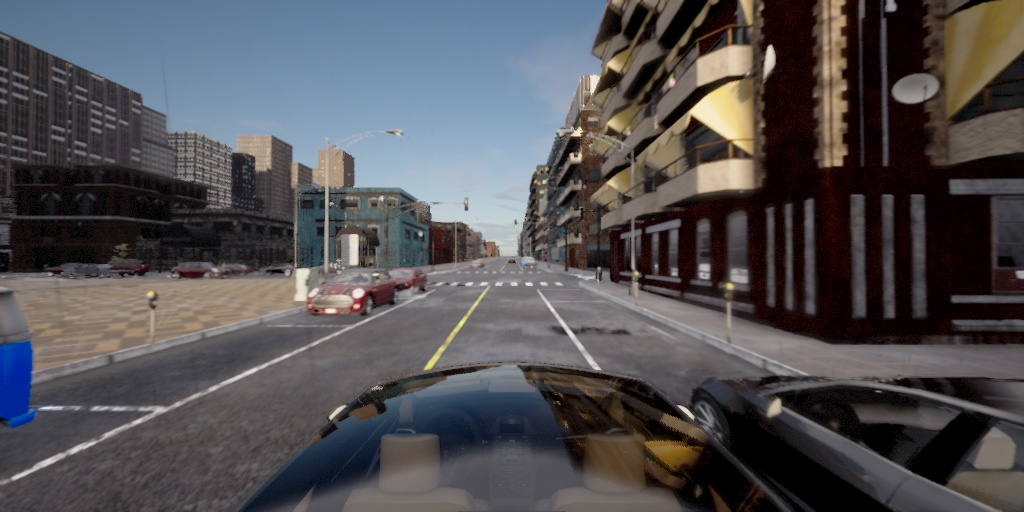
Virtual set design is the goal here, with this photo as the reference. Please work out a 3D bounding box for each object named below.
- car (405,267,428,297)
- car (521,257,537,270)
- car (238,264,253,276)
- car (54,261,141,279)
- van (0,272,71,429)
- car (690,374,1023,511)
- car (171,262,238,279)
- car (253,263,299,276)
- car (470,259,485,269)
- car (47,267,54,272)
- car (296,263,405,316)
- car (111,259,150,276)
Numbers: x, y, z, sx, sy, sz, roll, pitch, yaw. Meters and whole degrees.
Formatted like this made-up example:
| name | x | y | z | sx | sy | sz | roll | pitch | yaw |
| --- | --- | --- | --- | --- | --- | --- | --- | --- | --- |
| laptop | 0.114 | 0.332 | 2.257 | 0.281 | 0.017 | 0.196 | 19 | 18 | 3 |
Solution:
| name | x | y | z | sx | sy | sz | roll | pitch | yaw |
| --- | --- | --- | --- | --- | --- | --- | --- | --- | --- |
| car | -5.654 | 1.290 | 18.823 | 1.888 | 1.381 | 4.507 | 0 | 0 | 0 |
| car | 2.694 | 1.269 | 51.344 | 2.007 | 1.370 | 4.403 | 0 | 0 | 0 |
| car | -30.673 | 1.512 | 39.281 | 4.207 | 1.307 | 1.802 | 0 | 0 | 1 |
| car | -38.655 | 1.431 | 33.508 | 5.357 | 1.411 | 2.033 | 0 | -1 | 1 |
| van | -5.655 | 1.090 | 1.885 | 1.690 | 1.789 | 3.998 | 0 | 0 | 0 |
| car | 2.693 | 1.316 | 1.918 | 1.948 | 1.339 | 4.313 | 0 | 0 | 0 |
| car | -26.371 | 1.228 | 30.583 | 4.097 | 1.591 | 1.967 | 0 | 0 | 1 |
| car | -25.193 | 1.471 | 39.206 | 4.313 | 1.339 | 1.948 | 0 | 0 | 1 |
| car | -5.687 | 1.293 | 56.888 | 1.802 | 1.307 | 4.207 | 0 | 0 | 0 |
| car | -48.458 | 1.451 | 39.447 | 4.097 | 1.591 | 1.967 | 0 | 0 | 1 |
| car | -5.654 | 1.187 | 13.177 | 1.967 | 1.591 | 4.097 | 0 | 0 | 0 |
| car | -42.906 | 1.300 | 39.404 | 5.009 | 1.841 | 2.192 | 0 | 0 | 1 |
